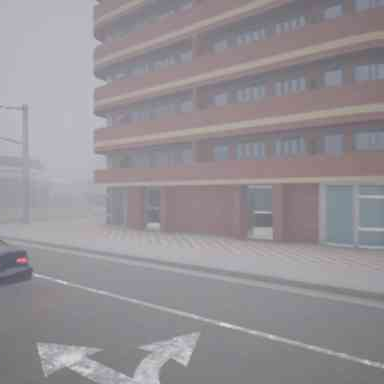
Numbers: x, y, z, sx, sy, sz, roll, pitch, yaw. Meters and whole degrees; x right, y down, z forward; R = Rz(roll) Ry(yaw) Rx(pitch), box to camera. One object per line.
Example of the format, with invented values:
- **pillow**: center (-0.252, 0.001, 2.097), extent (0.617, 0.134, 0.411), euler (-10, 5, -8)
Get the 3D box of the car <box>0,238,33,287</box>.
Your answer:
- **car**: center (-6.112, 1.572, 8.305), extent (5.357, 1.411, 2.033), euler (0, 0, 36)
